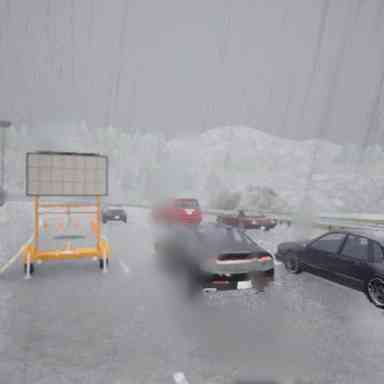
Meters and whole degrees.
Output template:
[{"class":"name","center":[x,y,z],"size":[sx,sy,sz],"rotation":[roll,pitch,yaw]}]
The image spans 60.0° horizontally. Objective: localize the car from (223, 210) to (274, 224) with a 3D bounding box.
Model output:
[{"class":"car","center":[3.312,1.793,21.361],"size":[1.895,1.301,4.718],"rotation":[0,-1,-21]}]

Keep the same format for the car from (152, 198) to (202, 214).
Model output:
[{"class":"car","center":[-1.132,1.410,23.140],"size":[2.150,2.045,5.566],"rotation":[0,0,-21]}]

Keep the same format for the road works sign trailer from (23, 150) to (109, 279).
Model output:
[{"class":"road works sign trailer","center":[-3.912,0.537,10.548],"size":[2.380,3.560,2.880],"rotation":[0,-1,-20]}]

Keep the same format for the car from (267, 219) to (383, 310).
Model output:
[{"class":"car","center":[4.167,1.633,8.128],"size":[2.033,1.411,5.357],"rotation":[0,-1,-17]}]

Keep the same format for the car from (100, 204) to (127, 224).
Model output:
[{"class":"car","center":[-6.499,1.723,26.904],"size":[1.812,1.442,4.674],"rotation":[1,-1,-23]}]

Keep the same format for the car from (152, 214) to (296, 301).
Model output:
[{"class":"car","center":[0.288,1.567,8.675],"size":[2.128,1.511,4.902],"rotation":[0,0,-17]}]
